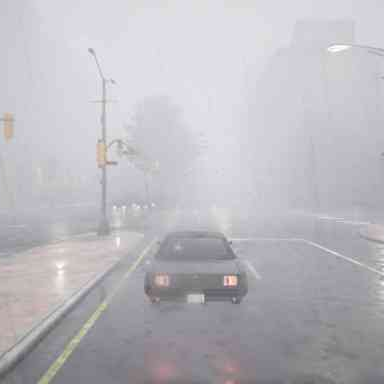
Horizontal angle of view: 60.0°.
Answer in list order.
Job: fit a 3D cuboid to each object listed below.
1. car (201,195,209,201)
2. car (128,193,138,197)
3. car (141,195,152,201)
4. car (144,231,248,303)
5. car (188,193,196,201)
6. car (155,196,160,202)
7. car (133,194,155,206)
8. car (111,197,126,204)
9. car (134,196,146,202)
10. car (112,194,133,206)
[{"bbox_3d":[3.495,1.588,86.948,1.895,1.301,4.718,0,0,0],"label":"car"},{"bbox_3d":[-11.541,1.216,64.489,2.150,2.045,5.566,0,0,1],"label":"car"},{"bbox_3d":[-11.504,1.518,84.606,2.128,1.511,4.902,0,0,0],"label":"car"},{"bbox_3d":[0.074,1.600,8.130,1.895,1.301,4.718,0,0,0],"label":"car"},{"bbox_3d":[-0.005,1.533,85.770,2.033,1.411,5.357,0,0,0],"label":"car"},{"bbox_3d":[-8.033,1.558,65.712,1.994,1.385,4.181,0,0,1],"label":"car"},{"bbox_3d":[-8.091,1.543,56.476,2.033,1.411,5.357,0,0,0],"label":"car"},{"bbox_3d":[-14.753,1.589,66.783,1.895,1.301,4.718,0,0,0],"label":"car"},{"bbox_3d":[-11.504,1.546,74.373,1.994,1.385,4.181,0,0,0],"label":"car"},{"bbox_3d":[-11.591,1.521,55.076,1.812,1.442,4.674,0,0,0],"label":"car"}]
